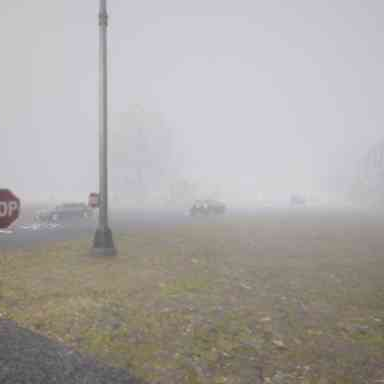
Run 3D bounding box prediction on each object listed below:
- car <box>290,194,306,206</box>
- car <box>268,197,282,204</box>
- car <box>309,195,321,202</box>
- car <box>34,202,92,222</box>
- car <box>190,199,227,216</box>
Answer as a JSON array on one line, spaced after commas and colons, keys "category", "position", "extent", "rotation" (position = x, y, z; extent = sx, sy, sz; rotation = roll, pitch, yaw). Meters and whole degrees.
[{"category": "car", "position": [19.647, 1.442, 61.677], "extent": [2.150, 2.045, 5.566], "rotation": [0, 0, 28]}, {"category": "car", "position": [17.494, 1.754, 70.134], "extent": [2.128, 1.511, 4.902], "rotation": [0, 0, 34]}, {"category": "car", "position": [30.968, 1.610, 83.593], "extent": [2.097, 1.767, 4.553], "rotation": [0, 0, 30]}, {"category": "car", "position": [-10.721, 1.669, 27.961], "extent": [1.837, 1.490, 4.892], "rotation": [0, 1, 34]}, {"category": "car", "position": [1.782, 1.489, 34.035], "extent": [2.097, 1.767, 4.553], "rotation": [0, 0, 34]}]
